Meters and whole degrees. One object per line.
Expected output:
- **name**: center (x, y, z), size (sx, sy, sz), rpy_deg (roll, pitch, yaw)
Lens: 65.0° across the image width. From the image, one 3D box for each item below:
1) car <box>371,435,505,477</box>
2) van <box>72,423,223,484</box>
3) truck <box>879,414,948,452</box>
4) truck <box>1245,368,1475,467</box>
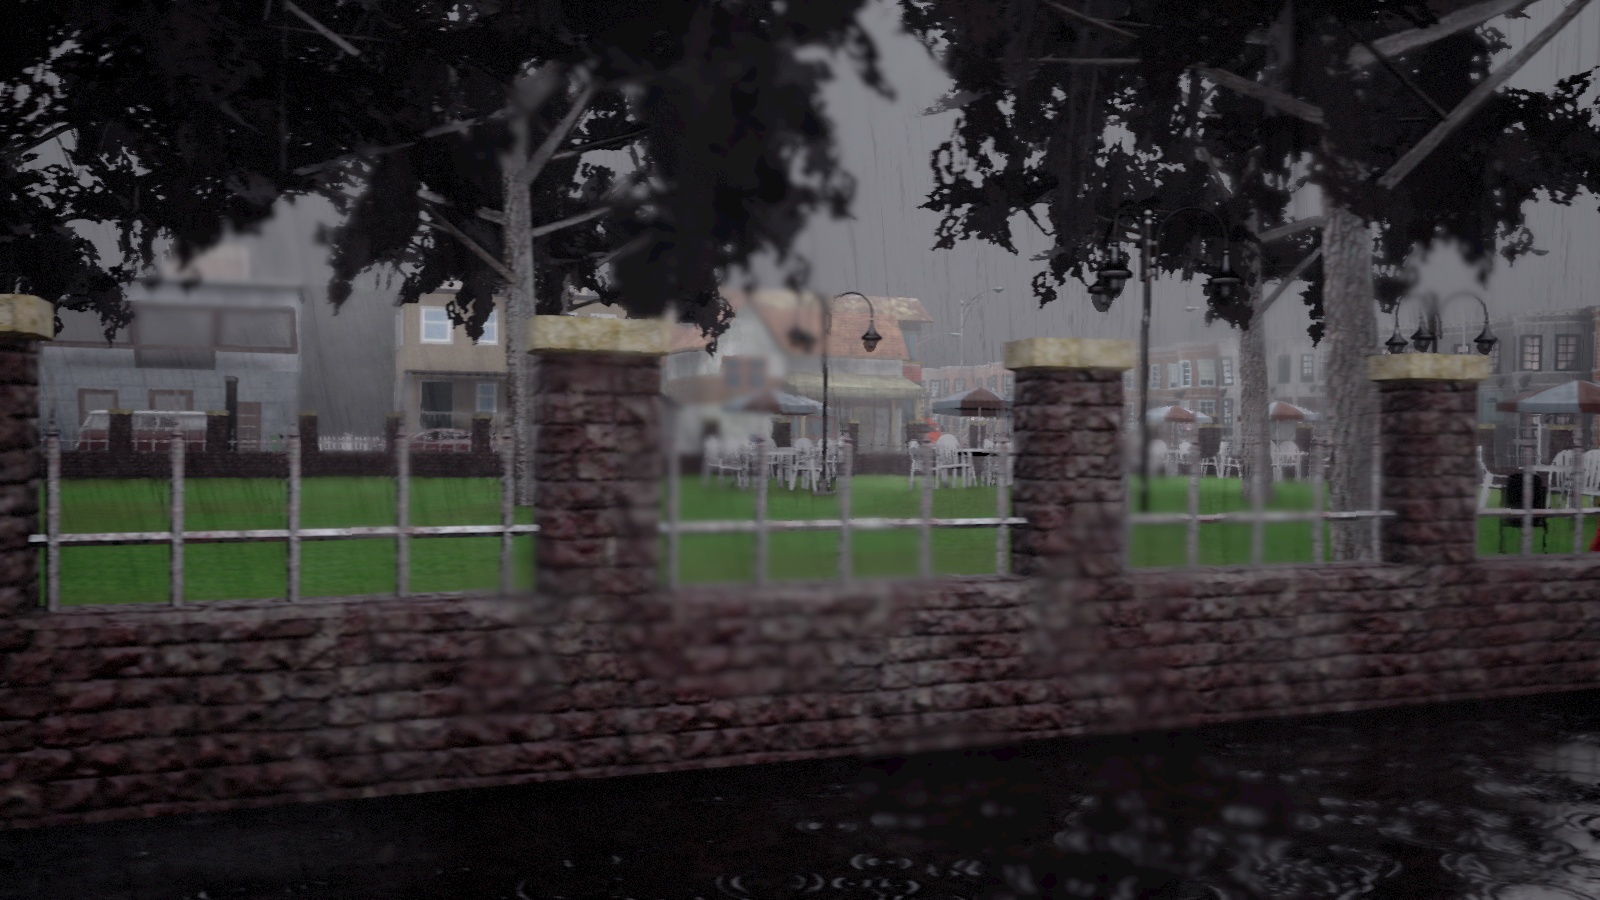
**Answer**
- **car**: center (-13.572, 0.205, 47.038), size (4.674, 1.442, 1.812), rpy_deg (-1, 1, -21)
- **van**: center (-22.576, 0.085, 43.628), size (4.442, 1.987, 1.775), rpy_deg (-1, 1, -21)
- **truck**: center (7.554, -1.141, 84.260), size (2.627, 2.467, 5.204), rpy_deg (-1, 1, -21)
- **truck**: center (21.246, -1.198, 48.210), size (2.891, 3.462, 7.936), rpy_deg (-1, 1, -28)
